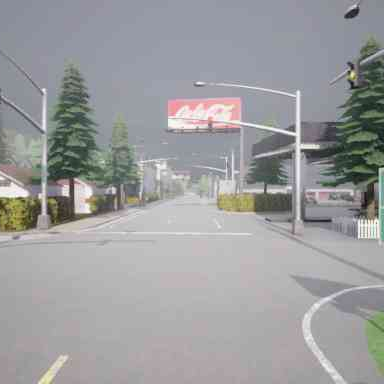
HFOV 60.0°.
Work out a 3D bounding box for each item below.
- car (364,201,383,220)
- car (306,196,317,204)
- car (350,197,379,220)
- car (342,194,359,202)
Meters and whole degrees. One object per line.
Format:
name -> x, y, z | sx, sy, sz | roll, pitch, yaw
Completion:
car -> 18.715, 1.672, 30.554 | 4.611, 1.667, 2.242 | 0, 0, 0
car -> 22.544, 1.552, 63.948 | 1.970, 1.475, 3.806 | 0, 0, 0
car -> 14.385, 1.504, 24.887 | 3.866, 1.878, 1.905 | 0, 0, 0
car -> 34.953, 1.489, 71.732 | 2.007, 1.523, 4.514 | 0, 0, 0
